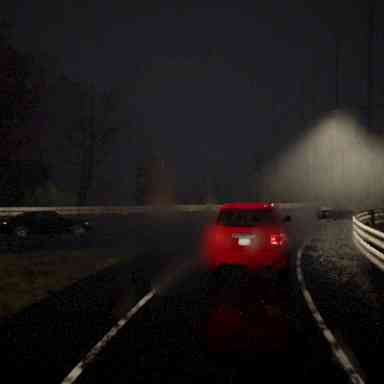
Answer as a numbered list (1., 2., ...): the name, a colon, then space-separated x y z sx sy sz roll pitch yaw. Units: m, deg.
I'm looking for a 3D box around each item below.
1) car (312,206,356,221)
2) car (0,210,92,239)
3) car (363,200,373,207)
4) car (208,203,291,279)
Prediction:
1. car: 13.666 2.000 31.773 5.357 1.411 2.033 1 -1 -38
2. car: -7.972 1.743 18.422 4.674 1.442 1.812 1 -1 -24
3. car: 40.819 2.595 77.117 1.882 1.535 5.008 0 -1 24
4. car: 2.007 1.371 10.892 2.150 2.045 5.566 0 -1 15
